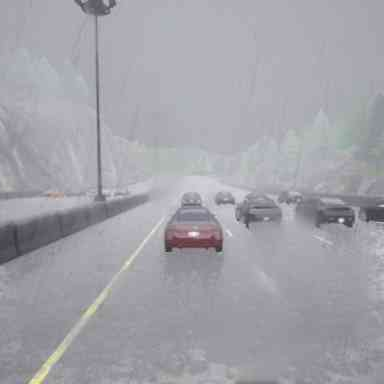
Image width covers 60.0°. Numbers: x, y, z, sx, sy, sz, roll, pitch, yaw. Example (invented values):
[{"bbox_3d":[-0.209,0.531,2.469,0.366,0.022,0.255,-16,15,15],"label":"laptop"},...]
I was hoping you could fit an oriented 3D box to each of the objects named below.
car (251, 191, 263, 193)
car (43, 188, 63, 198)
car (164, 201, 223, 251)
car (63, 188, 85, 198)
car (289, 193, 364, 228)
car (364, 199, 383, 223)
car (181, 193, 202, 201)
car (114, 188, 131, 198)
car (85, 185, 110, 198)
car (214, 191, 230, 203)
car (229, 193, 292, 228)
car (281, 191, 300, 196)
[{"bbox_3d":[6.944,0.625,35.679,1.994,1.385,4.181,0,1,0],"label":"car"},{"bbox_3d":[-21.224,0.188,51.362,1.882,1.535,5.008,0,1,0],"label":"car"},{"bbox_3d":[0.045,1.235,12.442,1.994,1.385,4.181,0,1,0],"label":"car"},{"bbox_3d":[-17.724,0.193,51.377,1.812,1.442,4.674,0,1,0],"label":"car"},{"bbox_3d":[7.021,1.025,18.073,1.837,1.490,4.892,0,1,0],"label":"car"},{"bbox_3d":[10.525,1.034,17.181,2.128,1.511,4.902,0,1,0],"label":"car"},{"bbox_3d":[-0.032,0.755,30.192,2.033,1.411,5.357,0,1,0],"label":"car"},{"bbox_3d":[-10.724,0.131,51.404,1.994,1.385,4.181,0,1,0],"label":"car"},{"bbox_3d":[-14.224,-0.027,51.352,2.150,2.045,5.566,0,1,0],"label":"car"},{"bbox_3d":[3.444,0.625,35.767,1.994,1.385,4.181,0,1,0],"label":"car"},{"bbox_3d":[3.520,1.011,18.164,2.128,1.511,4.902,0,1,0],"label":"car"},{"bbox_3d":[10.447,0.603,34.994,1.812,1.442,4.674,0,1,0],"label":"car"}]
